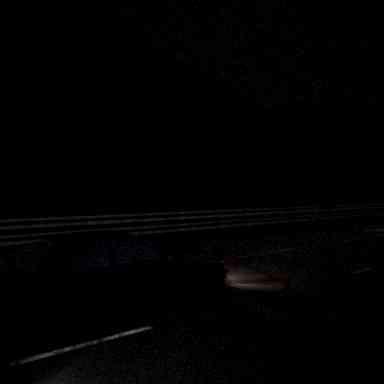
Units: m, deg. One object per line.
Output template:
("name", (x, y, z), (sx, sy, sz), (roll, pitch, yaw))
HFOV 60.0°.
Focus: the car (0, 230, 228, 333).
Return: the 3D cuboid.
("car", (-1.794, 1.519, 6.768), (5.357, 1.411, 2.033), (-1, 1, -35))
